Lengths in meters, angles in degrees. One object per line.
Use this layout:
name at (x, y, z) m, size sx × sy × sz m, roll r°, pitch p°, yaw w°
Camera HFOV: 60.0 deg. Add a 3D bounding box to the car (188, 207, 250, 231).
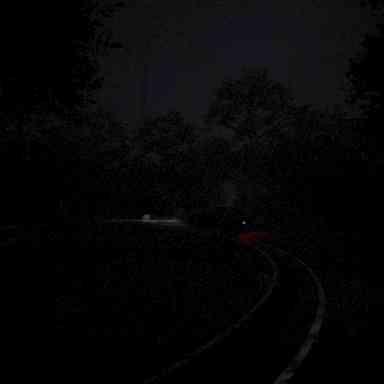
car at (1.737, 1.799, 23.169) m, size 2.128 × 1.511 × 4.902 m, roll 1°, pitch -1°, yaw -41°
